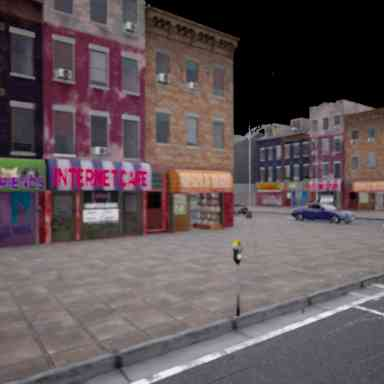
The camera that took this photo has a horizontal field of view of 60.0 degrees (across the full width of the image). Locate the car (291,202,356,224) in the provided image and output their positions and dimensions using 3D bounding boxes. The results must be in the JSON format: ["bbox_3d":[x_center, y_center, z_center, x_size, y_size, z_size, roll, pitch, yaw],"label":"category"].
[{"bbox_3d":[9.463,1.501,24.253,1.812,1.442,4.674,0,0,-35],"label":"car"}]

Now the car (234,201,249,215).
[{"bbox_3d":[3.724,1.550,32.315,1.994,1.385,4.181,0,0,-35],"label":"car"}]
